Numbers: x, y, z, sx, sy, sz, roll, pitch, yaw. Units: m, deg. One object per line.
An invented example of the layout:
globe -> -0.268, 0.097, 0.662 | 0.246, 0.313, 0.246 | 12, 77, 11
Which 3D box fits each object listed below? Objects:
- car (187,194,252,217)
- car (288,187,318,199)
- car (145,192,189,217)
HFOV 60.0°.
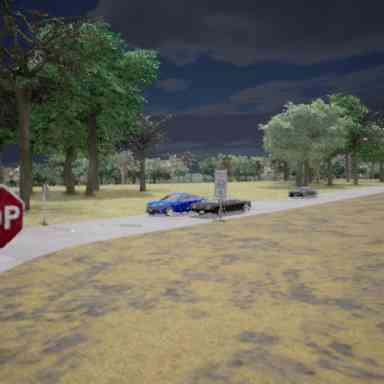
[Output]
car -> 2.140, 0.912, 22.926 | 1.895, 1.301, 4.718 | 1, 3, 43
car -> 13.234, 0.099, 39.580 | 1.895, 1.301, 4.718 | 1, 3, 42
car -> -1.064, 0.821, 23.665 | 1.882, 1.535, 5.008 | 1, 3, 42
